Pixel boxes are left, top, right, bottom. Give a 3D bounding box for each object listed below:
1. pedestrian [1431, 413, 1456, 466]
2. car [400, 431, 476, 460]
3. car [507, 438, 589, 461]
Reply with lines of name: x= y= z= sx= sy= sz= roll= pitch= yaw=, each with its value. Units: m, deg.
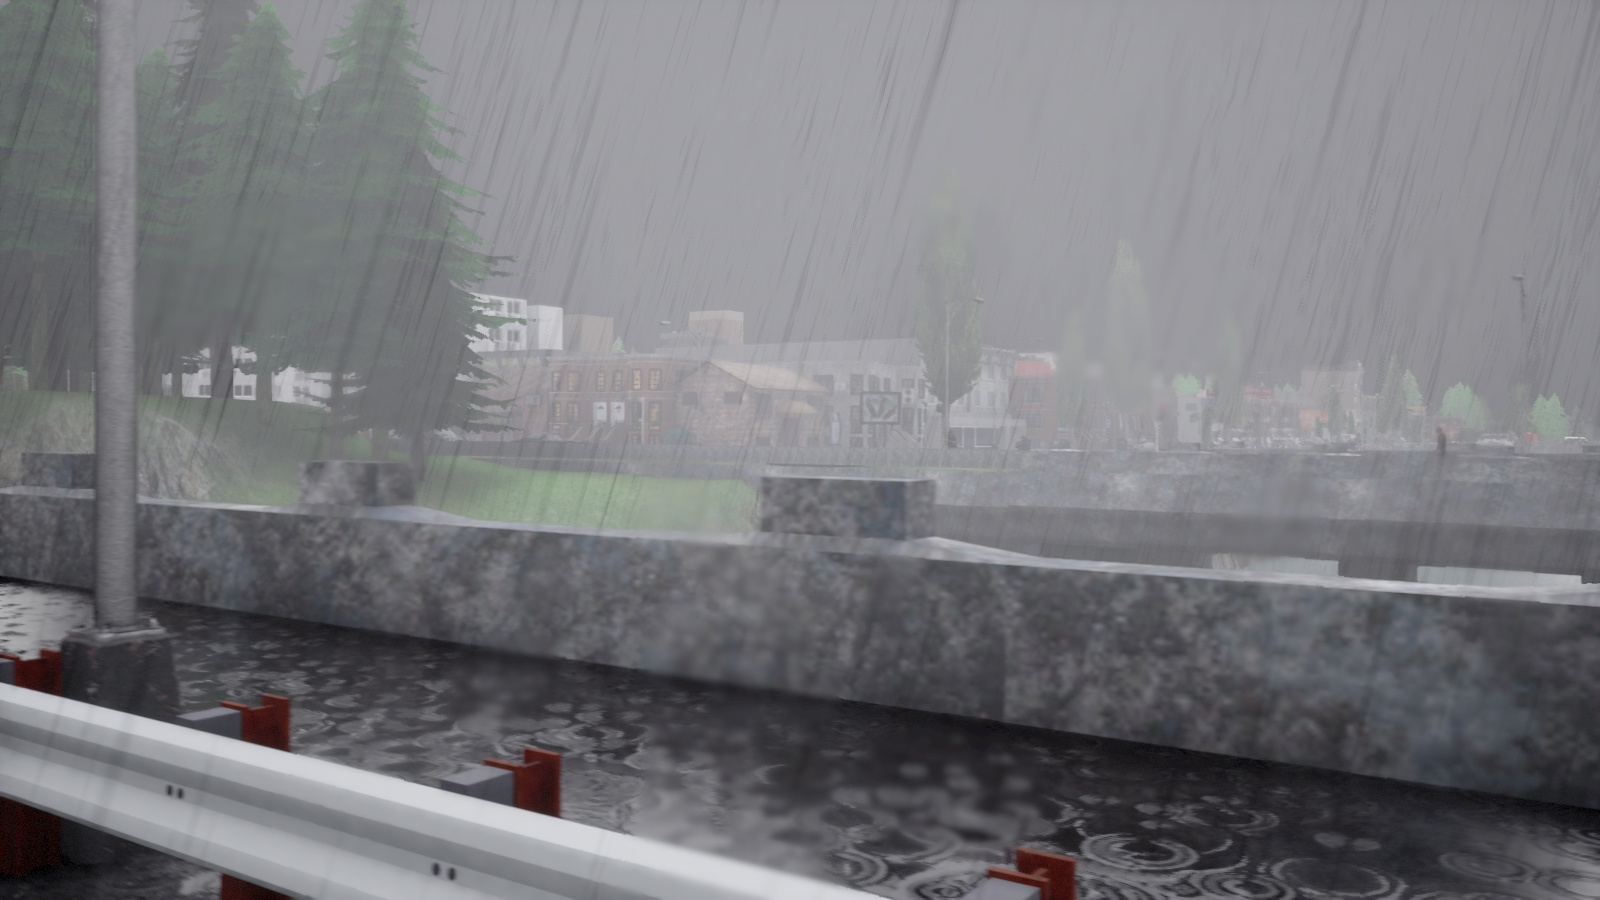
pedestrian: x=22.710 y=-0.369 z=44.317 sx=0.720 sy=1.854 sz=0.376 roll=0 pitch=1 yaw=34
car: x=-22.729 y=-0.280 z=78.827 sx=4.553 sy=1.767 sz=2.097 roll=0 pitch=1 yaw=34
car: x=-14.783 y=-0.038 z=73.540 sx=4.718 sy=1.301 sz=1.895 roll=0 pitch=1 yaw=34
